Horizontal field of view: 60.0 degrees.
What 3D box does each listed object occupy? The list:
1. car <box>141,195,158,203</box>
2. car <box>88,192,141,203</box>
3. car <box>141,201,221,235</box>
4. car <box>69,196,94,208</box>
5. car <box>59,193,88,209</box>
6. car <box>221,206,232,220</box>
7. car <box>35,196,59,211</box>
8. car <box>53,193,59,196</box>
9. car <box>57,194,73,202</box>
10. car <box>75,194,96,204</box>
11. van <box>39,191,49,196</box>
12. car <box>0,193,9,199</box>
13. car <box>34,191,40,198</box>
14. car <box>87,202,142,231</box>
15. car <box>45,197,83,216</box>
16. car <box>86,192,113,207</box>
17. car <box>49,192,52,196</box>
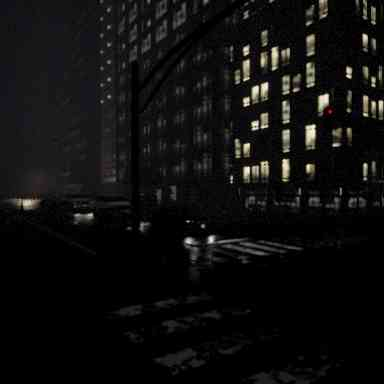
[{"bbox_3d":[-5.525,1.206,36.835,2.192,1.841,5.009,0,0,-34],"label":"car"},{"bbox_3d":[-6.734,1.182,28.355,2.150,2.045,5.566,0,1,-35],"label":"car"},{"bbox_3d":[-0.787,1.534,19.698,2.128,1.511,4.902,0,1,-35],"label":"car"},{"bbox_3d":[-15.667,1.334,46.919,2.033,1.411,5.357,0,1,-34],"label":"car"},{"bbox_3d":[-12.792,1.097,37.193,2.150,2.045,5.566,0,1,-35],"label":"car"},{"bbox_3d":[1.209,1.510,26.966,1.752,1.417,4.829,0,0,-34],"label":"car"},{"bbox_3d":[-15.605,1.426,36.705,2.008,1.369,4.403,0,0,-34],"label":"car"},{"bbox_3d":[-21.174,1.309,54.846,1.895,1.301,4.718,0,1,-34],"label":"car"},{"bbox_3d":[-24.694,1.160,64.733,1.887,1.381,4.507,0,0,-34],"label":"car"},{"bbox_3d":[-17.793,1.186,55.469,1.882,1.535,5.008,0,1,-34],"label":"car"},{"bbox_3d":[-34.276,0.816,78.680,1.690,1.788,3.998,0,0,-34],"label":"van"},{"bbox_3d":[-44.363,0.897,78.562,1.967,1.590,4.097,0,0,-34],"label":"car"},{"bbox_3d":[-37.473,0.978,83.331,2.008,1.369,4.403,0,0,-34],"label":"car"},{"bbox_3d":[-4.796,1.576,21.023,2.008,1.369,4.403,0,0,-34],"label":"car"},{"bbox_3d":[-12.409,1.486,32.055,1.947,1.339,4.313,0,0,-34],"label":"car"},{"bbox_3d":[-13.873,0.994,49.704,2.150,2.045,5.566,0,1,-34],"label":"car"},{"bbox_3d":[-27.888,1.009,69.382,1.967,1.590,4.097,0,0,-34],"label":"car"}]
